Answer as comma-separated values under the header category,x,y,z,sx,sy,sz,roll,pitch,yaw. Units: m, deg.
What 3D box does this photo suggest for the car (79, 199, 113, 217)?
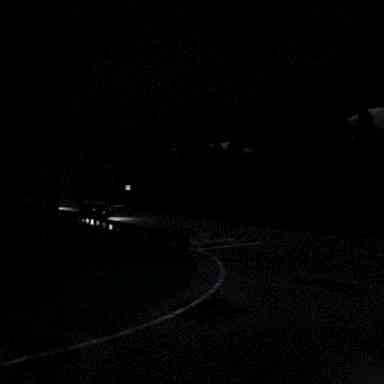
category,x,y,z,sx,sy,sz,roll,pitch,yaw
car,-8.186,1.343,28.086,1.812,1.442,4.674,0,0,-33
